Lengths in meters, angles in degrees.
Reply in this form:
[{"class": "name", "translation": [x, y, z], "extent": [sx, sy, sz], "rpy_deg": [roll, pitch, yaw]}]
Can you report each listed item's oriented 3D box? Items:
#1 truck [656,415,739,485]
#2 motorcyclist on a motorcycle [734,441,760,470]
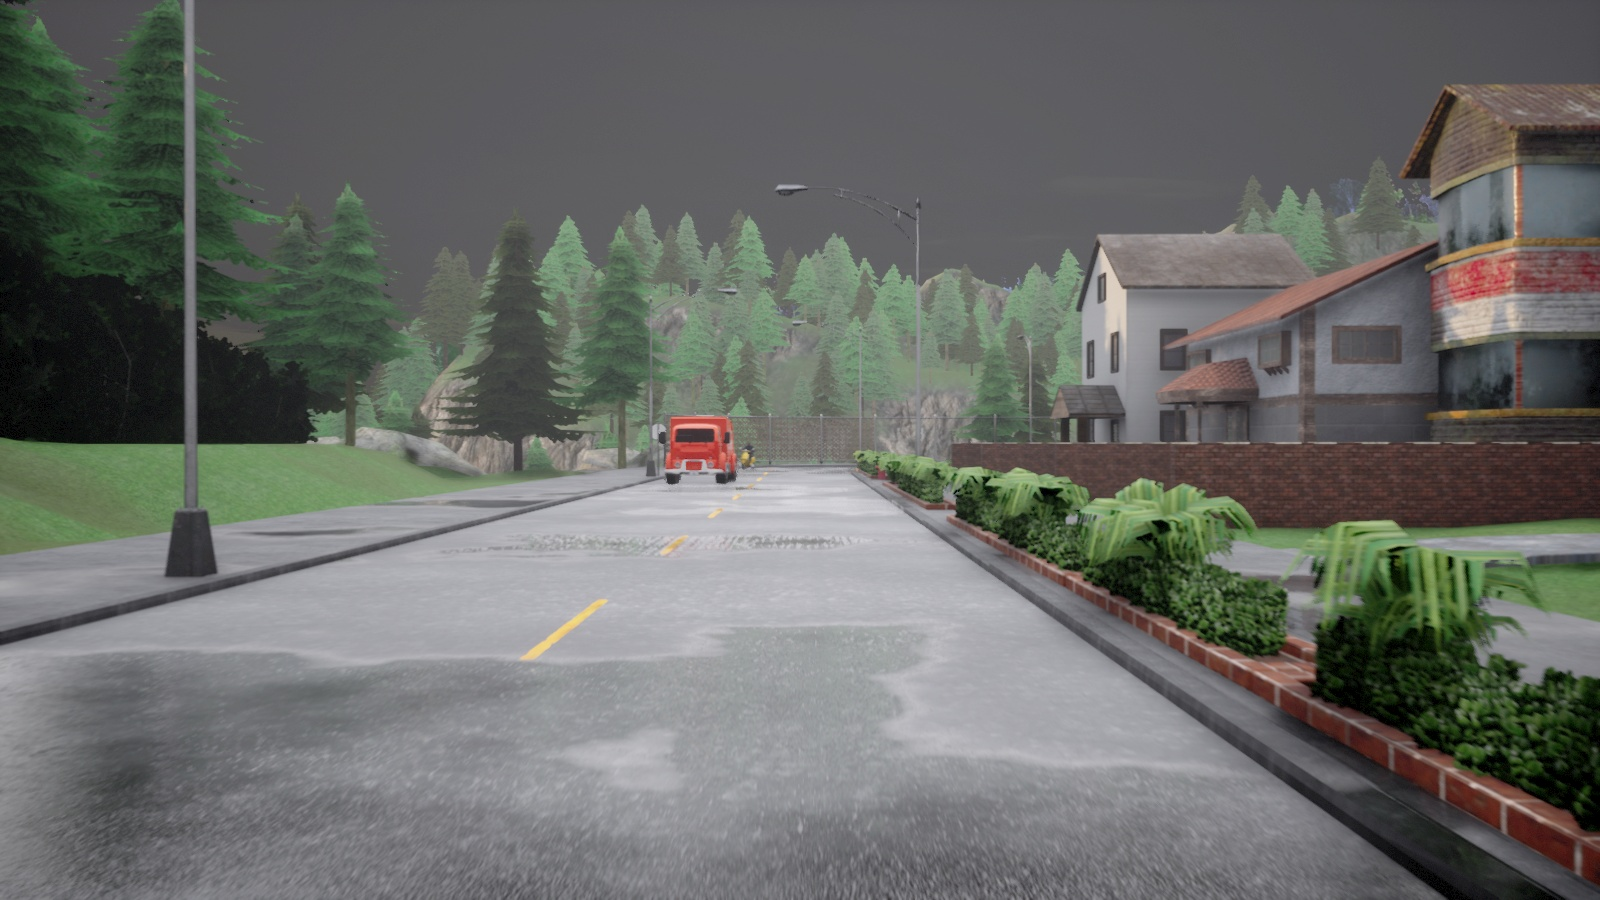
[{"class": "truck", "translation": [-3.718, 0.000, 46.554], "extent": [2.627, 2.467, 5.204], "rpy_deg": [0, 0, 0]}, {"class": "motorcyclist on a motorcycle", "translation": [-2.942, 0.305, 69.888], "extent": [0.866, 1.590, 1.817], "rpy_deg": [2, 1, 18]}]
